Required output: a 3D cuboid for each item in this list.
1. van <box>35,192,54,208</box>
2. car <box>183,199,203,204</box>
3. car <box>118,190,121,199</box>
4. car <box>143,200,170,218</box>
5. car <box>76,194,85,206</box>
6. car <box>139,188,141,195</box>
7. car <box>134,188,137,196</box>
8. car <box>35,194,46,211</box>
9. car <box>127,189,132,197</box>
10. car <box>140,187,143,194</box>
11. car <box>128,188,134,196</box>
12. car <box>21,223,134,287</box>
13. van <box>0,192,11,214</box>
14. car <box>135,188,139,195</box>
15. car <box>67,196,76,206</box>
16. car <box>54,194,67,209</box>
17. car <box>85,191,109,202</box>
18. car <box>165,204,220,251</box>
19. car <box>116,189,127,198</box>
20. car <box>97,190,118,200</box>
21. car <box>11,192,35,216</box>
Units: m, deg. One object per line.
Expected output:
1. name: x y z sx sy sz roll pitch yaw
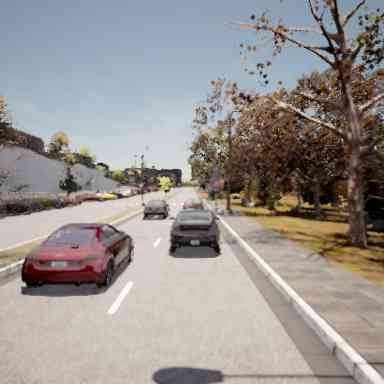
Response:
1. van: -16.954 0.976 34.352 4.442 1.987 1.878 -1 1 -20
2. car: 0.112 1.345 31.342 1.895 1.301 4.718 0 1 0
3. car: -16.818 0.851 64.381 4.674 1.452 2.002 -1 1 -20
4. car: -2.890 1.336 27.804 2.033 1.411 5.357 0 1 0
5. car: -16.809 1.115 43.380 4.792 1.488 2.163 -1 1 -20
6. car: -16.793 0.334 88.401 4.674 1.452 2.002 -1 1 -20
7. car: -16.799 0.495 82.404 4.674 1.452 2.002 -1 1 -20
8. car: -16.840 1.238 31.415 4.892 1.521 2.231 -1 1 -20
9. car: -16.633 0.647 73.453 5.366 1.575 1.946 -1 1 -20
10. car: -16.780 0.210 91.399 5.008 1.535 2.097 -1 2 -20
11. car: -16.831 0.341 76.375 5.566 2.045 2.435 -1 1 -20
12. car: -2.896 1.536 9.265 1.994 1.385 4.181 0 0 0
13. van: -16.746 1.085 25.491 4.442 1.987 1.878 -1 0 -20
14. car: -16.825 0.249 85.387 4.553 1.767 2.185 -1 1 -20
15. car: -16.833 1.164 40.362 4.674 1.452 2.002 -1 1 -20
16. car: -16.812 1.036 37.388 4.553 1.767 2.185 -1 1 -20
17. car: -16.797 0.963 55.385 4.792 1.488 2.163 -1 1 -20
18. car: 0.107 1.447 13.716 1.837 1.490 4.892 0 0 0
19. car: -16.788 0.515 67.396 5.566 2.045 2.435 -1 1 -20
20. car: -16.989 0.855 61.308 5.366 1.575 1.946 -1 1 -20
21. car: -16.827 1.023 28.444 5.566 2.045 2.435 -1 1 -20
